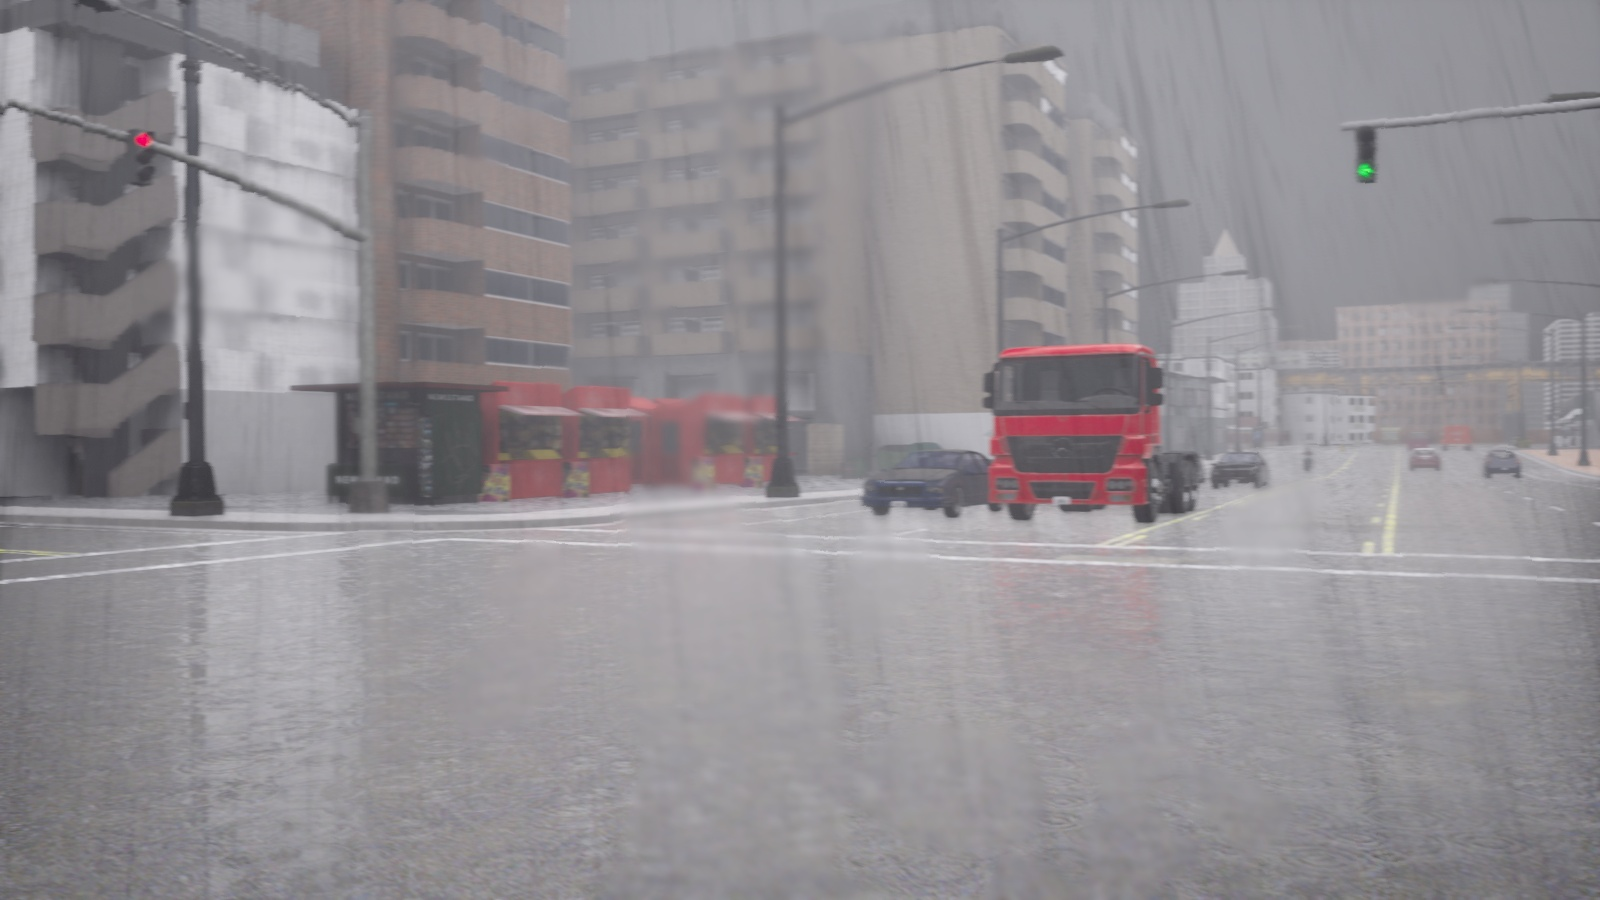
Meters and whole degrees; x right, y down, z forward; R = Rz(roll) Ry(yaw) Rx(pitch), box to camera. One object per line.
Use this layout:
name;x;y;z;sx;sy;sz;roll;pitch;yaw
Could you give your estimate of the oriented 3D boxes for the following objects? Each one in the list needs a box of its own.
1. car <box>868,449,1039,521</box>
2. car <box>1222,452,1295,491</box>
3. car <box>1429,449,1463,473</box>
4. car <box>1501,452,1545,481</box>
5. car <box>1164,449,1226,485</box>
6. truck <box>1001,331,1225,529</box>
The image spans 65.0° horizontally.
car;3.470;0.692;27.338;2.033;1.411;5.357;0;0;26
car;17.584;0.799;48.009;2.033;1.411;5.357;0;0;26
car;42.788;0.697;83.222;1.970;1.475;3.806;0;1;26
car;39.560;0.883;68.785;1.845;1.501;3.633;0;0;26
car;17.702;0.749;56.149;2.007;1.525;4.514;0;0;26
truck;6.761;-0.342;26.108;2.891;3.462;7.936;0;0;26
